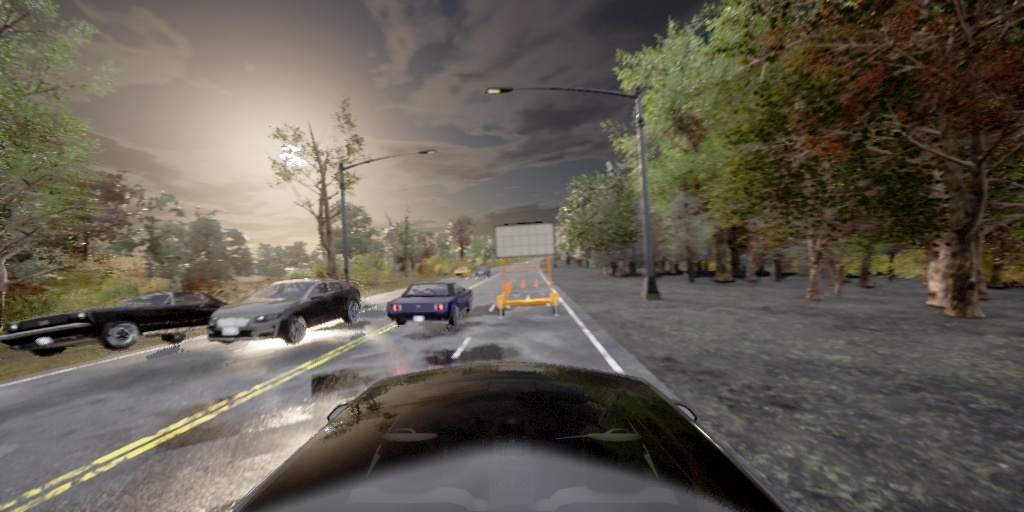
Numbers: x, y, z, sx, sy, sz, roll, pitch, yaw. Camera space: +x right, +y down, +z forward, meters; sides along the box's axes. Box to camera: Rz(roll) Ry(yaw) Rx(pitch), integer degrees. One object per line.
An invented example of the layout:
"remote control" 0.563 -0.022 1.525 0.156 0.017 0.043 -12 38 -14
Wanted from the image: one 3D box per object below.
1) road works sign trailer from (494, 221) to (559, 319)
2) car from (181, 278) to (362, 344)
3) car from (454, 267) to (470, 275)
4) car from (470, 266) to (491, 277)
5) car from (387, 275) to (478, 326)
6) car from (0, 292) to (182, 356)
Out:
"road works sign trailer" 0.675 0.443 14.312 2.380 3.560 2.880 0 0 3
"car" -6.169 1.426 10.431 2.128 1.511 4.902 -1 0 2
"car" -7.254 2.400 52.683 1.882 1.535 5.008 -3 -1 3
"car" -4.106 2.213 51.041 2.128 1.511 4.902 -3 -1 3
"car" -2.564 1.523 12.437 1.895 1.301 4.718 -1 -1 2
"car" -9.596 1.664 9.584 1.895 1.301 4.718 -10 -6 0
